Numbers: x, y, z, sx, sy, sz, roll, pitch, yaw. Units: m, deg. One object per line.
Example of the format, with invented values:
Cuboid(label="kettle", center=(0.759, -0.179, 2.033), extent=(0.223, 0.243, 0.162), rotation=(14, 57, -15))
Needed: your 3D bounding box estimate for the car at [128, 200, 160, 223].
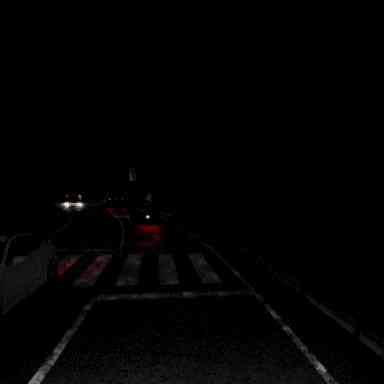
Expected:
Cuboid(label="car", center=(-3.612, 1.385, 24.737), extent=(1.837, 1.490, 4.892), rotation=(1, 1, -15))

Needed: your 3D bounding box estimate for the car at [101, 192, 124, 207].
Cuboid(label="car", center=(-9.797, 0.824, 40.873), extent=(2.097, 1.767, 4.553), rotation=(1, 1, -26))

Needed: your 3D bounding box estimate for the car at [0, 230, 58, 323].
Cuboid(label="car", center=(-4.040, 1.523, 6.442), extent=(1.812, 1.442, 4.674), rotation=(0, 0, -5))

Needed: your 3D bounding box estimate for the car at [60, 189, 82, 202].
Cuboid(label="car", center=(-16.769, 0.440, 46.083), extent=(2.097, 1.767, 4.553), rotation=(1, 2, -31))
